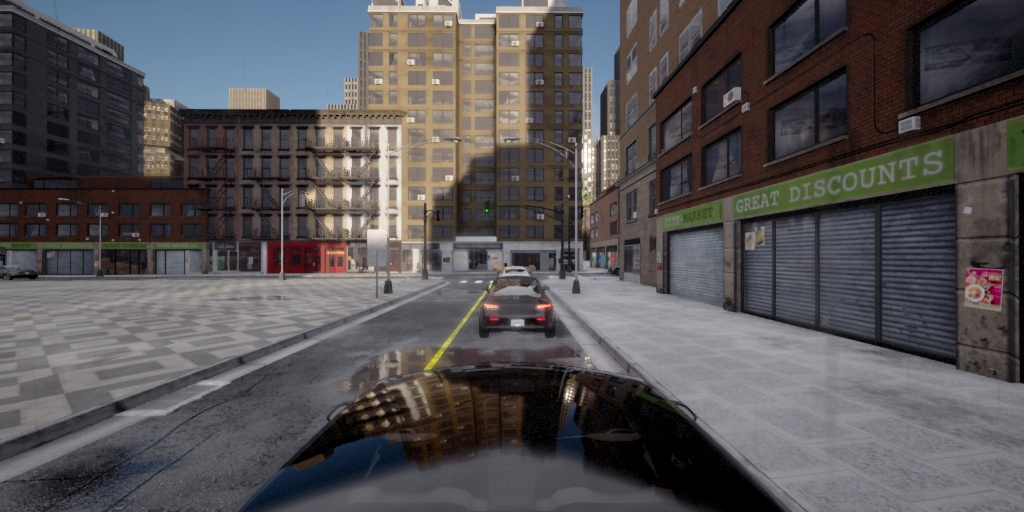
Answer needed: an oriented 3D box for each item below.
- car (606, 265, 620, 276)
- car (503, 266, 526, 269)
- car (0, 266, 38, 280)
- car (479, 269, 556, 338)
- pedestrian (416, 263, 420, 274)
[{"bbox_3d":[11.728,1.151,35.415,4.674,1.442,1.812,-1,0,-2],"label":"car"},{"bbox_3d":[0.147,1.270,19.831,1.812,1.442,4.674,0,0,-1],"label":"car"},{"bbox_3d":[-49.087,1.634,34.831,4.181,1.385,1.994,0,0,1],"label":"car"},{"bbox_3d":[0.121,1.274,10.045,1.812,1.442,4.674,0,0,0],"label":"car"},{"bbox_3d":[-10.044,0.969,38.244,0.375,1.860,0.375,0,0,-1],"label":"pedestrian"}]
